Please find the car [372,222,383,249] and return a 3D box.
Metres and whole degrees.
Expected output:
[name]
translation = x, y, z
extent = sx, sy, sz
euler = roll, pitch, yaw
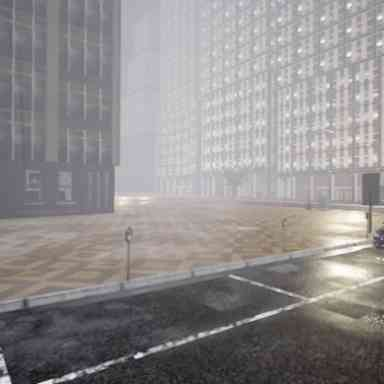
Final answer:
[car]
translation = 8.725, 1.516, 12.930
extent = 4.403, 1.369, 2.008
euler = 0, 1, -35
